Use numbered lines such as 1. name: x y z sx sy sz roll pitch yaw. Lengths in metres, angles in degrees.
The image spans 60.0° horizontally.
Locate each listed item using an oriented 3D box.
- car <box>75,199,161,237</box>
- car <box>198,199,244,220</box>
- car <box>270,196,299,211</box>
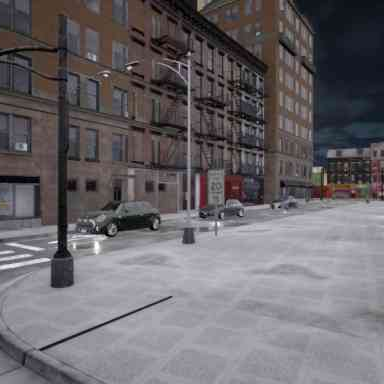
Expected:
1. car: -3.727 1.218 17.331 2.097 1.767 4.553 0 1 37
2. car: 2.362 1.297 25.751 1.837 1.490 4.892 0 0 36
3. car: 10.244 1.192 36.692 2.128 1.511 4.902 0 1 36
